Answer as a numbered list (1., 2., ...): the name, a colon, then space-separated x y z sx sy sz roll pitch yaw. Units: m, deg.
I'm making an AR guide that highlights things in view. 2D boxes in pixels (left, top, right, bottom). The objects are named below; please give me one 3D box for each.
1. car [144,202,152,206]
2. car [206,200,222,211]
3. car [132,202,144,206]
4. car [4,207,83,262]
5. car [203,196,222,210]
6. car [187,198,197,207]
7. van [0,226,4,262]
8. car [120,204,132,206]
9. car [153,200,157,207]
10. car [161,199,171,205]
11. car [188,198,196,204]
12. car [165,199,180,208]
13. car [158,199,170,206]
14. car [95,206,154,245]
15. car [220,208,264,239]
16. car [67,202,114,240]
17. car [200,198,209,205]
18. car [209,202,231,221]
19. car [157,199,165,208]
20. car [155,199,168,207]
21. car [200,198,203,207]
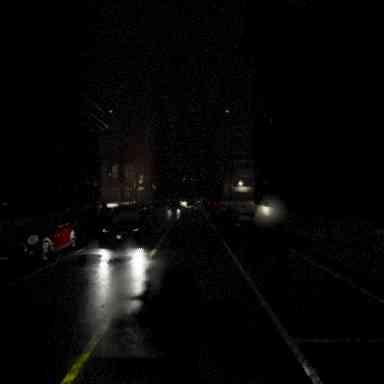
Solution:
1. car: -5.760 1.826 34.779 2.008 1.369 4.403 0 0 0
2. car: 2.765 1.857 34.784 1.802 1.307 4.206 0 0 0
3. car: -5.761 1.796 29.143 1.947 1.339 4.313 0 0 0
4. car: -5.764 1.537 12.234 1.967 1.590 4.097 0 0 0
5. car: 3.008 1.595 46.306 2.150 2.045 5.566 0 0 0
6. car: 0.013 2.105 61.854 1.895 1.301 4.718 0 -1 0
7. van: -5.766 1.394 6.599 1.690 1.788 3.998 0 0 0
8. car: -5.762 1.751 23.507 1.947 1.339 4.313 0 0 0
9. car: -5.759 1.903 40.416 1.802 1.307 4.206 0 0 0
10. car: -5.754 2.165 74.234 2.008 1.369 4.403 0 -1 0
11. car: 0.013 2.009 77.371 1.994 1.385 4.181 0 -1 0
12. car: -3.050 1.972 57.418 1.837 1.490 4.892 0 0 0
13. car: -5.755 2.130 68.598 1.947 1.339 4.313 0 -1 0
14. car: -3.098 1.655 16.407 1.812 1.442 4.674 0 0 0
15. car: 2.762 1.723 17.875 1.802 1.307 4.206 0 0 0
16. car: -5.764 1.456 17.872 2.192 1.841 5.009 0 0 0
17. car: 2.771 2.054 74.236 1.967 1.590 4.097 0 -1 0
18. car: 2.764 1.812 29.147 1.802 1.307 4.206 0 0 0
19. car: -5.756 2.047 57.325 1.802 1.307 4.206 0 0 0
20. car: -5.755 2.080 62.962 1.947 1.339 4.313 0 -1 0
21. car: 2.769 2.080 62.963 1.947 1.339 4.313 0 -1 0
